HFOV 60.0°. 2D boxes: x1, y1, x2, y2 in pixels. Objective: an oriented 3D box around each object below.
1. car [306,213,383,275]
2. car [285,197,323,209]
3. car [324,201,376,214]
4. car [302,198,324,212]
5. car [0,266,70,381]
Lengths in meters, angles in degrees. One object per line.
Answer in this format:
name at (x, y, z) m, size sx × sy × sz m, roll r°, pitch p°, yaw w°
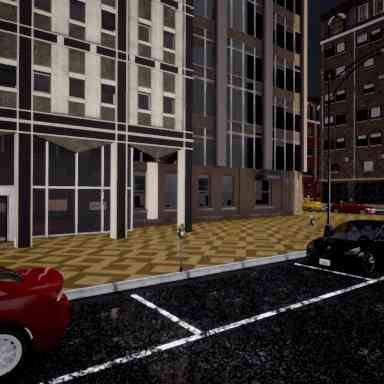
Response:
car at (5.441, 1.567, 10.462) m, size 4.313 × 1.339 × 1.947 m, roll 0°, pitch 0°, yaw -36°
car at (15.563, 1.500, 46.369) m, size 1.752 × 1.417 × 4.829 m, roll 0°, pitch 0°, yaw -36°
car at (15.480, 1.535, 32.142) m, size 1.802 × 1.307 × 4.206 m, roll 0°, pitch 0°, yaw -36°
car at (12.271, 1.467, 36.600) m, size 1.752 × 1.417 × 4.829 m, roll 0°, pitch 0°, yaw -36°
car at (-3.808, 1.545, 3.837) m, size 4.507 × 1.381 × 1.887 m, roll 0°, pitch 0°, yaw -36°
